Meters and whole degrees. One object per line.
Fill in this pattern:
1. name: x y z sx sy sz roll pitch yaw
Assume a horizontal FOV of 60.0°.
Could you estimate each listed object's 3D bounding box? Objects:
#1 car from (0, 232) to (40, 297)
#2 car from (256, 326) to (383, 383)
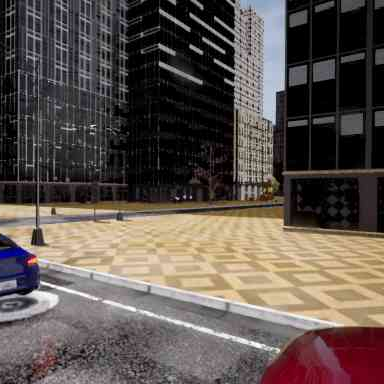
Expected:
1. car: -5.196 1.523 7.390 4.674 1.442 1.812 0 0 36
2. car: 2.405 1.564 1.961 4.181 1.385 1.994 0 0 35
